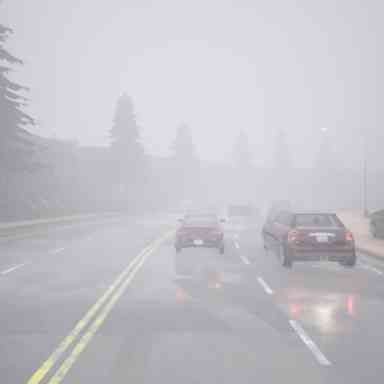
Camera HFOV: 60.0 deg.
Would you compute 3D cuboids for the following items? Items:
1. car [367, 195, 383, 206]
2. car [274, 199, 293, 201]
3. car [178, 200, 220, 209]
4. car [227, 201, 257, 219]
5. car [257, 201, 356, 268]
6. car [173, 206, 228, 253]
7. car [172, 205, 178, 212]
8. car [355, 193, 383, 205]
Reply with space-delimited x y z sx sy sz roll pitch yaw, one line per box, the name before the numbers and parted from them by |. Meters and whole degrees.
car | 33.129 1.576 56.588 5.357 1.411 2.033 0 0 -12
car | 7.702 1.366 27.696 2.097 1.767 4.553 0 0 24
car | 1.077 1.563 30.726 2.033 1.411 5.357 0 0 25
car | 4.661 1.493 29.451 1.882 1.535 5.008 0 0 25
car | 3.766 1.357 11.546 2.097 1.767 4.553 0 0 2
car | 0.384 1.533 13.620 1.812 1.442 4.674 0 0 4
car | -0.285 1.544 35.411 1.812 1.442 4.674 0 0 30
car | 32.262 1.252 59.942 5.566 2.045 2.150 0 0 -14
